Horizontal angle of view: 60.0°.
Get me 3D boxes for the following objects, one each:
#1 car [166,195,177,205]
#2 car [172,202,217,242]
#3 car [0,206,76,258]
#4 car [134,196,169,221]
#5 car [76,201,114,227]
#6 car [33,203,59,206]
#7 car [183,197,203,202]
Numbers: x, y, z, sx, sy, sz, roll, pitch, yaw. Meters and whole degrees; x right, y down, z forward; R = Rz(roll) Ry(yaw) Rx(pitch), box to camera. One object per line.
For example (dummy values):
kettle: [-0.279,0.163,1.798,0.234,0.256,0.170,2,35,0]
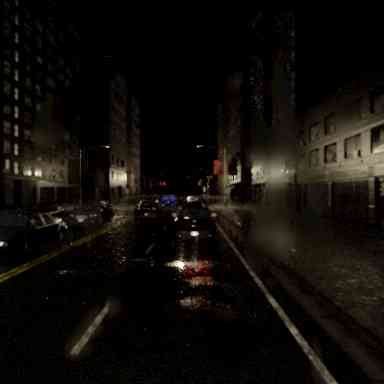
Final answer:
car: [-3.135,1.182,46.802,1.882,1.535,5.008,0,1,0]
car: [0.110,1.415,15.741,1.837,1.490,4.892,0,0,0]
car: [-6.497,1.476,12.704,2.033,1.411,5.357,0,0,0]
car: [-3.215,1.343,25.677,2.128,1.511,4.902,0,0,1]
car: [-6.487,1.366,21.886,2.128,1.511,4.902,0,0,0]
car: [-9.737,1.438,21.887,1.994,1.385,4.181,0,0,0]
car: [0.105,1.275,35.977,2.128,1.511,4.902,0,1,0]
